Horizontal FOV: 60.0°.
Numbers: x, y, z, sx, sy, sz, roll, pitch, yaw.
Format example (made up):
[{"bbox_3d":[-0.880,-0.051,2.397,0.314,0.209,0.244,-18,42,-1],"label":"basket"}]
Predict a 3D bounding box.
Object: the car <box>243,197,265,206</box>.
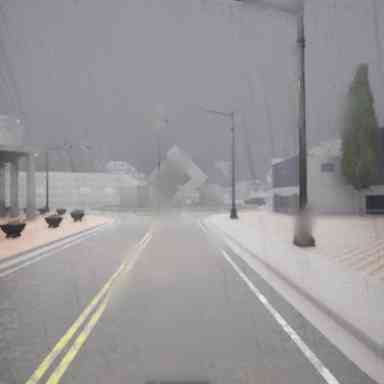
[{"bbox_3d":[15.466,2.349,82.792,5.566,2.045,2.150,-1,-1,43],"label":"car"}]
